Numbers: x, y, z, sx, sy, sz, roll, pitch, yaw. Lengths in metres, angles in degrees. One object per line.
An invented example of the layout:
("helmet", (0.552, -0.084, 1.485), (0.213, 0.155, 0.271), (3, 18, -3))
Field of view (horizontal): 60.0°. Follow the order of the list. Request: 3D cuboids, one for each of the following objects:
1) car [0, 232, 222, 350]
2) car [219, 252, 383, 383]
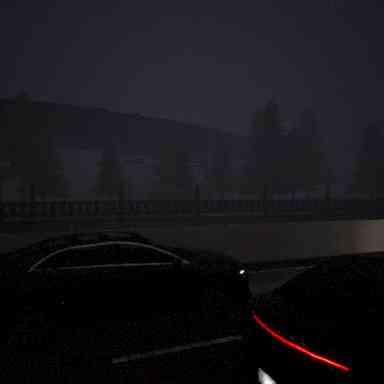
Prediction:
("car", (-1.283, 1.490, 6.047), (4.902, 1.511, 2.128), (0, 0, -22))
("car", (2.966, 1.504, 3.939), (4.892, 1.490, 1.837), (0, 0, -21))
